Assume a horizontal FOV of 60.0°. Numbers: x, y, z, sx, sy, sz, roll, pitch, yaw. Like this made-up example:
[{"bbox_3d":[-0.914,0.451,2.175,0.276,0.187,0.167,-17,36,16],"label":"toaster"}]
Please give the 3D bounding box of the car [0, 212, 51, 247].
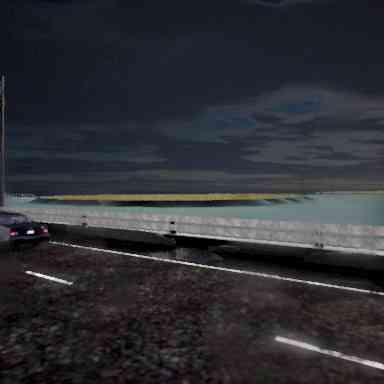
[{"bbox_3d":[-8.125,1.562,14.013,5.357,1.411,2.033,0,0,36],"label":"car"}]
